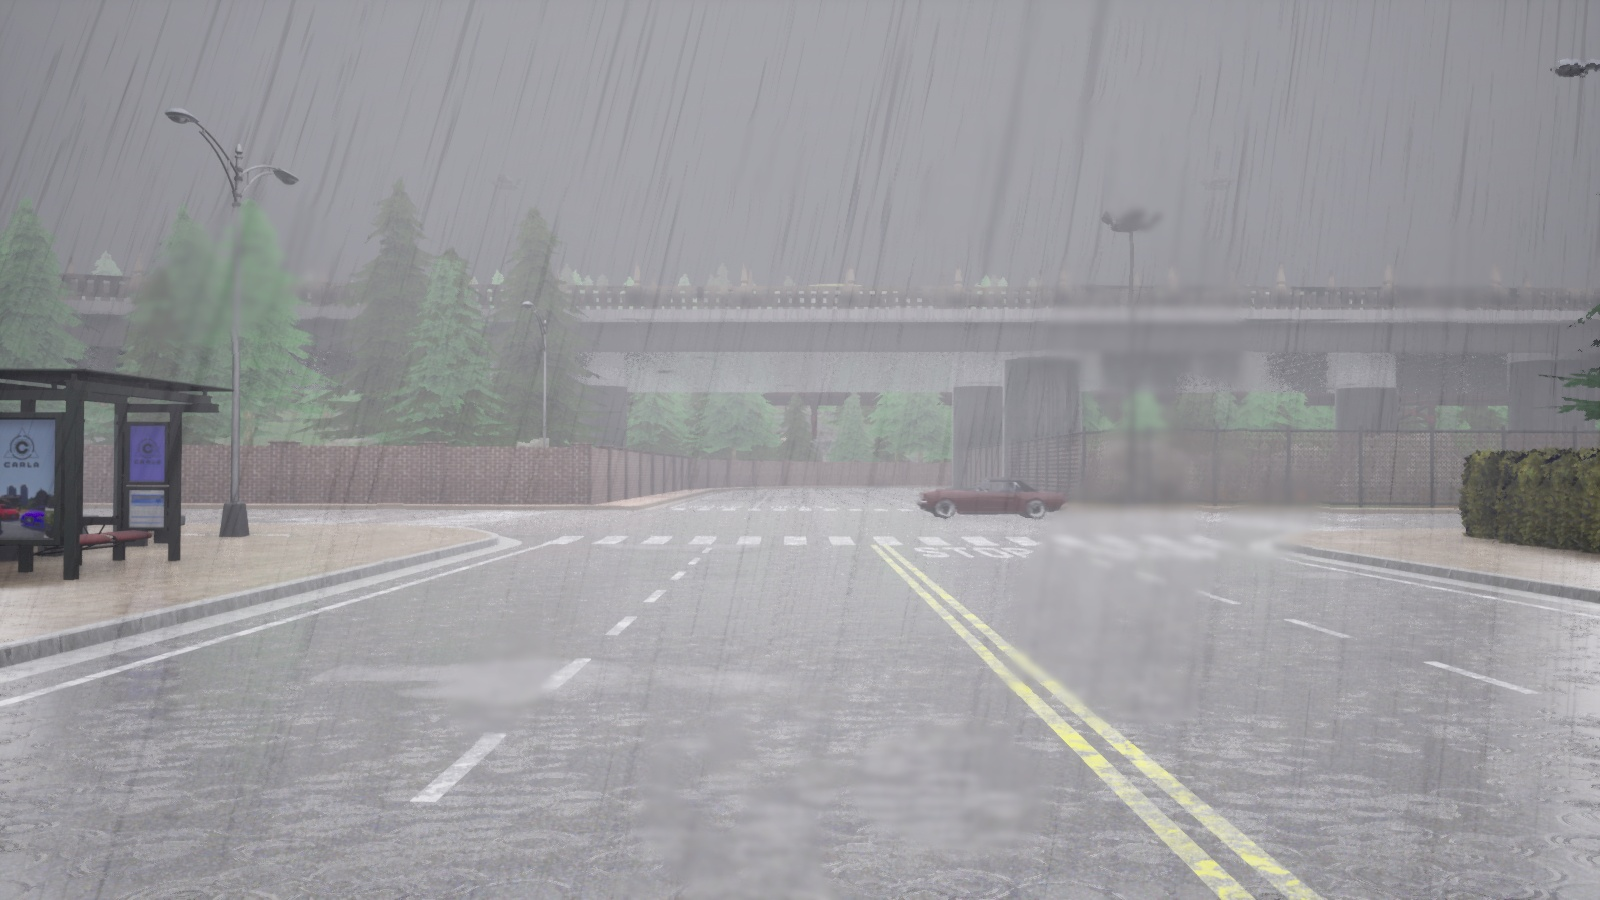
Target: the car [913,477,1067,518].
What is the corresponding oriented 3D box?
[{"bbox_3d":[6.125,1.539,40.850,4.718,1.301,1.895,0,-1,0],"label":"car"}]
